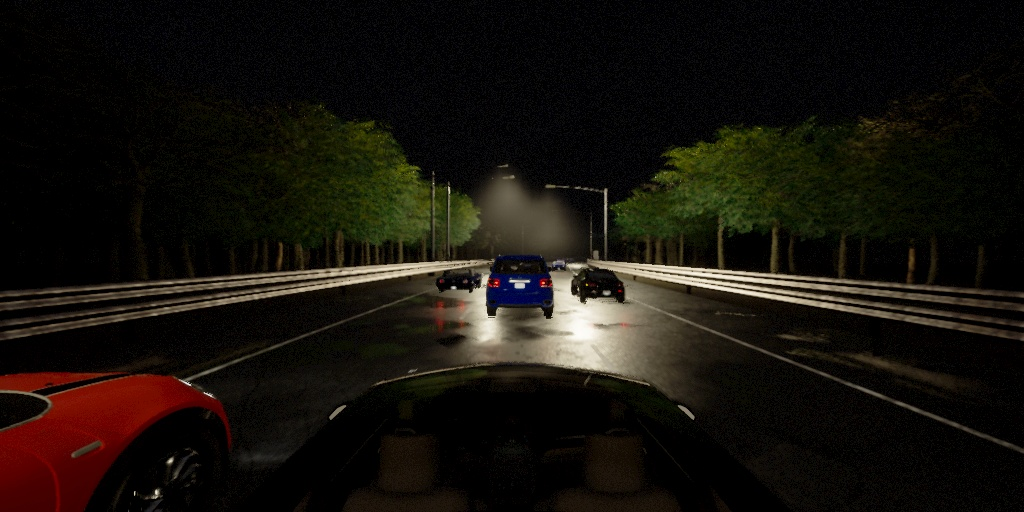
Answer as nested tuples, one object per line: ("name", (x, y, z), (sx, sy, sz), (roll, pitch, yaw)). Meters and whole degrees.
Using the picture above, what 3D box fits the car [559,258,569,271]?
("car", (6.455, 1.351, 49.554), (1.895, 1.301, 4.718), (0, 0, 7))

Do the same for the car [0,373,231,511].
("car", (-3.363, 1.099, 1.055), (2.097, 1.767, 4.553), (0, 0, 0))

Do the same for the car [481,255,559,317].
("car", (0.308, 0.972, 13.273), (2.150, 2.045, 5.566), (0, 0, 2))

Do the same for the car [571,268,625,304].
("car", (3.814, 1.279, 16.376), (1.812, 1.442, 4.674), (0, 0, 2))

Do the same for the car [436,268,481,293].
("car", (-2.900, 1.347, 20.722), (1.895, 1.301, 4.718), (0, 0, 3))
